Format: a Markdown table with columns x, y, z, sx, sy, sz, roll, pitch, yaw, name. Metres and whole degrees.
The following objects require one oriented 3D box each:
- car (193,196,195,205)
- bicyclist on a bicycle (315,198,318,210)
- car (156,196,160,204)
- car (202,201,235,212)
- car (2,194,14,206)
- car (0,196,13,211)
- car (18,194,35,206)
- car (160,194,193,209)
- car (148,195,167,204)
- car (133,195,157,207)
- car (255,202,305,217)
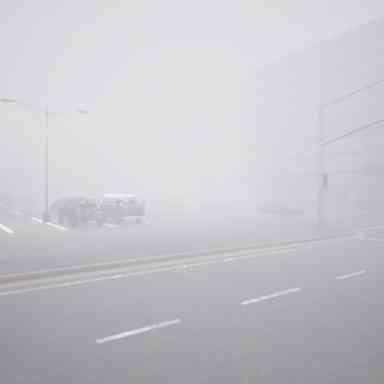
| x | y | z | sx | sy | sz | roll | pitch | yaw | name |
| --- | --- | --- | --- | --- | --- | --- | --- | --- | --- |
| -1.664 | 1.454 | 61.460 | 2.150 | 2.045 | 5.566 | 0 | 0 | -35 | car |
| 16.323 | 1.550 | 42.726 | 1.656 | 1.620 | 0.582 | 0 | 0 | -35 | bicyclist on a bicycle |
| -3.719 | 1.692 | 58.307 | 1.882 | 1.535 | 5.008 | 0 | 0 | -35 | car |
| 3.322 | 1.795 | 42.048 | 1.895 | 1.301 | 4.718 | 0 | 0 | -35 | car |
| -29.871 | 1.250 | 53.585 | 1.905 | 1.878 | 3.866 | 0 | 0 | -35 | car |
| -21.997 | 1.474 | 37.760 | 1.970 | 1.475 | 3.806 | 0 | 0 | -35 | car |
| -27.476 | 1.262 | 55.211 | 1.932 | 1.855 | 4.605 | 0 | 0 | -35 | car |
| -2.395 | 1.547 | 50.100 | 2.097 | 1.767 | 4.553 | 0 | 0 | -35 | car |
| -7.195 | 1.585 | 69.222 | 2.097 | 1.767 | 4.553 | 0 | 0 | -35 | car |
| -9.130 | 1.707 | 65.887 | 2.128 | 1.511 | 4.902 | 0 | 0 | -35 | car |
| 8.896 | 1.741 | 34.221 | 2.033 | 1.411 | 5.357 | 0 | 0 | -35 | car |
